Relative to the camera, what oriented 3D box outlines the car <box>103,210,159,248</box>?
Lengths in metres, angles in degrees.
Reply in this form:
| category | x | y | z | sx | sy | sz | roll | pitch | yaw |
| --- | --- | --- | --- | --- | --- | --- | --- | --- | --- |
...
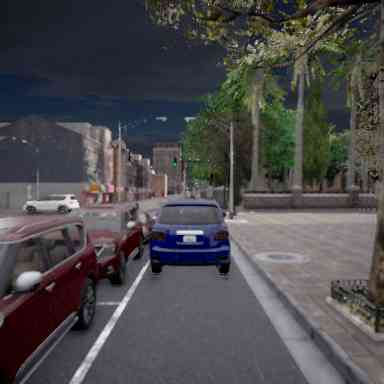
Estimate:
| category | x | y | z | sx | sy | sz | roll | pitch | yaw |
| --- | --- | --- | --- | --- | --- | --- | --- | --- | --- |
| car | -2.640 | 1.582 | 15.346 | 1.802 | 1.307 | 4.206 | 0 | 0 | 0 |

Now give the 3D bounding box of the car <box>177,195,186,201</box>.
| category | x | y | z | sx | sy | sz | roll | pitch | yaw |
| --- | --- | --- | --- | --- | --- | --- | --- | --- | --- |
| car | -2.662 | 1.468 | 84.790 | 1.967 | 1.590 | 4.097 | 0 | 0 | 0 |

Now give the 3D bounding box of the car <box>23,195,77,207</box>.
| category | x | y | z | sx | sy | sz | roll | pitch | yaw |
| --- | --- | --- | --- | --- | --- | --- | --- | --- | --- |
| car | -15.220 | 1.313 | 35.995 | 5.566 | 2.045 | 2.150 | 0 | 0 | -1 |

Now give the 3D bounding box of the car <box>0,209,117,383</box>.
| category | x | y | z | sx | sy | sz | roll | pitch | yaw |
| --- | --- | --- | --- | --- | --- | --- | --- | --- | --- |
| car | -2.638 | 1.314 | 4.122 | 2.192 | 1.841 | 5.009 | 0 | 0 | 0 |

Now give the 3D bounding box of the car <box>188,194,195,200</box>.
| category | x | y | z | sx | sy | sz | roll | pitch | yaw |
| --- | --- | --- | --- | --- | --- | --- | --- | --- | --- |
| car | -0.016 | 1.386 | 88.254 | 1.812 | 1.442 | 4.674 | 0 | 0 | 0 |

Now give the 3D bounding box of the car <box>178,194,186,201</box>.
| category | x | y | z | sx | sy | sz | roll | pitch | yaw |
| --- | --- | --- | --- | --- | --- | --- | --- | --- | --- |
| car | -2.662 | 1.346 | 90.060 | 2.192 | 1.841 | 5.009 | 0 | 0 | 0 |

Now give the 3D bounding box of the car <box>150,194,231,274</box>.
| category | x | y | z | sx | sy | sz | roll | pitch | yaw |
| --- | --- | --- | --- | --- | --- | --- | --- | --- | --- |
| car | -0.035 | 1.223 | 10.754 | 2.150 | 2.045 | 5.566 | 0 | 0 | 0 |

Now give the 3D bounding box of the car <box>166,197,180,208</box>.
| category | x | y | z | sx | sy | sz | roll | pitch | yaw |
| --- | --- | --- | --- | --- | --- | --- | --- | --- | --- |
| car | -2.661 | 1.536 | 47.730 | 1.752 | 1.417 | 4.829 | 0 | 0 | 0 |

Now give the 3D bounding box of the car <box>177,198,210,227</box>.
| category | x | y | z | sx | sy | sz | roll | pitch | yaw |
| --- | --- | --- | --- | --- | --- | --- | --- | --- | --- |
| car | 0.062 | 1.354 | 23.302 | 2.097 | 1.767 | 4.553 | 0 | 0 | -1 |

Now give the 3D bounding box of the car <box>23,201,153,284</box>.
| category | x | y | z | sx | sy | sz | roll | pitch | yaw |
| --- | --- | --- | --- | --- | --- | --- | --- | --- | --- |
| car | -2.639 | 1.314 | 9.734 | 2.192 | 1.841 | 5.009 | 0 | 0 | 0 |

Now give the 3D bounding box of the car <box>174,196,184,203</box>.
| category | x | y | z | sx | sy | sz | roll | pitch | yaw |
| --- | --- | --- | --- | --- | --- | --- | --- | --- | --- |
| car | -2.664 | 1.570 | 68.979 | 2.008 | 1.369 | 4.403 | 0 | 0 | 0 |
